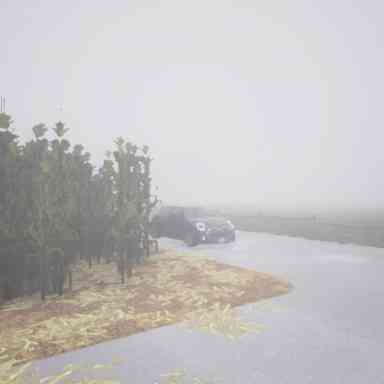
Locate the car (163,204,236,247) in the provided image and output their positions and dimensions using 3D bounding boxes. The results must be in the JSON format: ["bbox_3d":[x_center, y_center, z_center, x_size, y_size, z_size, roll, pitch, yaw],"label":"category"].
[{"bbox_3d":[-0.063,1.418,15.464,2.097,1.767,4.553,0,-1,-35],"label":"car"}]
